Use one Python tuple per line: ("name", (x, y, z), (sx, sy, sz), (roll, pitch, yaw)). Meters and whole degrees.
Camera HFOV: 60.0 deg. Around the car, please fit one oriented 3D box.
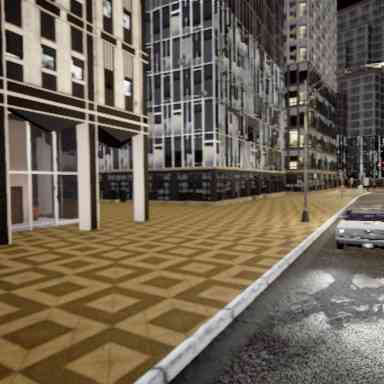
("car", (6.293, 1.213, 11.842), (1.895, 1.301, 4.718), (0, 2, 29))
